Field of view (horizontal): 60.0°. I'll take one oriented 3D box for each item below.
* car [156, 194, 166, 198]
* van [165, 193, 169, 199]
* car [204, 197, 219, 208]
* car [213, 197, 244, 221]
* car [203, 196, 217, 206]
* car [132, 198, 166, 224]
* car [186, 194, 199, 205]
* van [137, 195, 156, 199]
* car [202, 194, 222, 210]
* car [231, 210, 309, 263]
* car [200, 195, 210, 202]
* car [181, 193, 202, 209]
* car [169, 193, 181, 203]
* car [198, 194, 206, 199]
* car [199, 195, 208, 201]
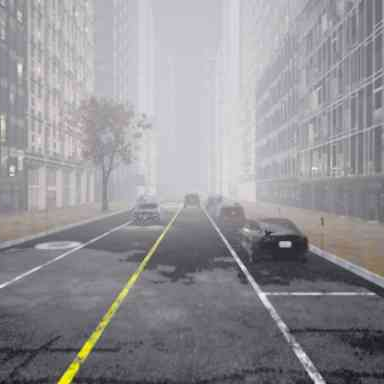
[{"bbox_3d":[-5.692,1.407,51.536,2.008,1.369,4.403,0,0,0],"label":"car"},{"bbox_3d":[-5.692,1.095,80.029,1.690,1.788,3.998,0,0,0],"label":"van"},{"bbox_3d":[2.687,1.399,46.005,1.752,1.417,4.829,0,0,0],"label":"car"},{"bbox_3d":[3.001,1.409,26.837,1.882,1.535,5.008,0,0,0],"label":"car"},{"bbox_3d":[2.688,1.401,51.533,1.887,1.381,4.507,0,0,0],"label":"car"},{"bbox_3d":[-3.096,1.443,24.115,1.837,1.490,4.892,0,0,0],"label":"car"},{"bbox_3d":[0.003,1.194,55.973,2.097,1.767,4.553,0,0,0],"label":"car"},{"bbox_3d":[-5.695,1.233,40.142,1.690,1.788,3.998,0,0,0],"label":"van"},{"bbox_3d":[2.686,1.206,40.136,2.192,1.841,5.009,0,0,0],"label":"car"},{"bbox_3d":[2.686,1.537,11.646,1.947,1.339,4.313,0,0,0],"label":"car"},{"bbox_3d":[2.689,1.322,68.798,1.752,1.417,4.829,0,0,0],"label":"car"},{"bbox_3d":[0.024,1.104,43.903,2.150,2.045,5.566,0,1,0],"label":"car"},{"bbox_3d":[-3.015,1.327,65.183,1.812,1.442,4.674,0,0,1],"label":"car"},{"bbox_3d":[2.690,1.273,91.421,1.947,1.339,4.313,0,0,0],"label":"car"},{"bbox_3d":[2.690,1.320,80.025,1.947,1.339,4.313,0,0,0],"label":"car"}]
